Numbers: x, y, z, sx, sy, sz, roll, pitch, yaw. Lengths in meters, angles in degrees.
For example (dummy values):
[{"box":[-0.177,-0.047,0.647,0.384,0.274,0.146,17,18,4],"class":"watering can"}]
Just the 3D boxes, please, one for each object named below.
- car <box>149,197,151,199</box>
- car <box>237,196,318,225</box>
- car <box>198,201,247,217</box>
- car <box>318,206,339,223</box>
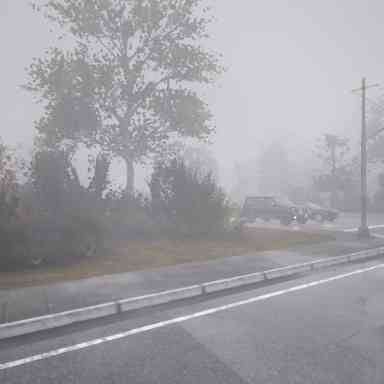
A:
[{"box":[-8.273,1.904,54.766,5.566,2.045,2.150,-2,-1,39],"class":"car"},{"box":[6.201,1.316,25.101,2.150,2.045,5.566,0,-1,-37],"class":"car"},{"box":[3.049,1.706,34.156,1.882,1.535,5.008,0,-1,-43],"class":"car"},{"box":[9.236,1.566,26.845,1.882,1.535,5.008,0,-1,-39],"class":"car"}]
